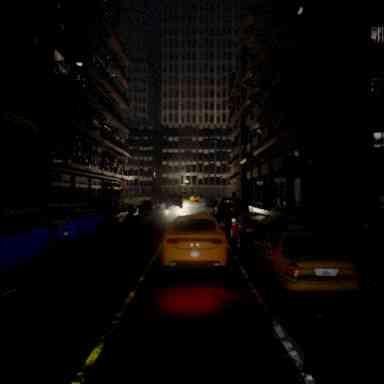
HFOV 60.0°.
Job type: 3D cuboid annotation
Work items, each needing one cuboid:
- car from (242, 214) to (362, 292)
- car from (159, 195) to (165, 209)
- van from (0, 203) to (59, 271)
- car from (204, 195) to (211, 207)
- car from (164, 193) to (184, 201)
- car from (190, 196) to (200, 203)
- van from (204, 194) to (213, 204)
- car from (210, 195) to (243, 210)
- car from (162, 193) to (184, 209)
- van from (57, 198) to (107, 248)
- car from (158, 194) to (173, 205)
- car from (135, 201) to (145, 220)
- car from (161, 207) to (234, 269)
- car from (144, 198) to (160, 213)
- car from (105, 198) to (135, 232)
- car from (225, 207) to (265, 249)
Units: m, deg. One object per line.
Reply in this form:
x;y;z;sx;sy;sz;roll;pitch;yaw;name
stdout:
2.644;1.531;8.802;1.752;1.417;4.829;1;0;1;car
-4.912;1.510;42.379;1.752;1.417;4.829;0;0;1;car
-5.236;1.324;8.708;1.690;1.788;3.998;1;0;1;van
3.025;1.535;48.283;1.752;1.417;4.829;0;0;1;car
-4.336;1.125;80.505;4.553;1.767;2.097;1;0;30;car
0.643;1.488;71.663;1.882;1.535;5.008;0;0;-3;car
3.188;1.360;65.033;1.690;1.788;3.998;0;0;1;van
2.808;1.320;25.553;2.192;1.841;5.009;0;0;1;car
-2.326;1.204;45.006;2.150;2.045;5.566;0;0;1;car
-5.181;1.324;14.348;1.690;1.788;3.998;1;0;1;van
-4.746;1.308;59.470;2.192;1.841;5.009;0;0;1;car
-5.074;1.564;25.629;1.802;1.307;4.206;1;0;1;car
0.098;1.484;11.157;1.882;1.535;5.008;0;0;1;car
-4.966;1.566;36.909;1.802;1.307;4.206;1;0;1;car
-5.127;1.297;19.988;2.192;1.841;5.009;1;0;1;car
2.697;1.550;14.273;1.887;1.381;4.507;1;0;1;car
